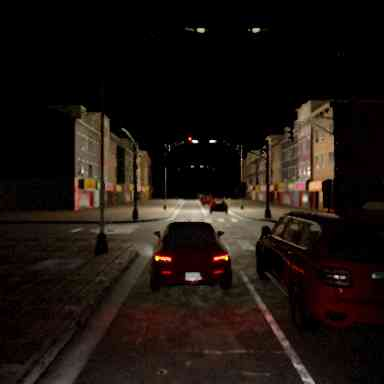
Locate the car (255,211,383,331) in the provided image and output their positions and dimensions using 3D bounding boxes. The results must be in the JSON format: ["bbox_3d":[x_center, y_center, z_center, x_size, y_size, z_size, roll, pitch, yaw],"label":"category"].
[{"bbox_3d":[2.639,1.287,6.719,2.192,1.841,5.009,1,0,0],"label":"car"}]

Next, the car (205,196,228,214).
[{"bbox_3d":[2.590,1.429,33.150,1.887,1.381,4.507,1,0,0],"label":"car"}]

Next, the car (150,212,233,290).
[{"bbox_3d":[-0.065,1.489,8.866,1.812,1.442,4.674,0,0,-2],"label":"car"}]

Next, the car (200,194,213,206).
[{"bbox_3d":[2.561,1.391,49.462,1.887,1.381,4.507,1,0,0],"label":"car"}]

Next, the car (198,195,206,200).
[{"bbox_3d":[2.494,1.374,87.524,1.947,1.339,4.313,0,0,0],"label":"car"}]

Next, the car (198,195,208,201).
[{"bbox_3d":[2.513,1.363,76.649,2.008,1.369,4.403,0,0,0],"label":"car"}]

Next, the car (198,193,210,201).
[{"bbox_3d":[2.554,1.152,54.899,2.192,1.841,5.009,1,0,0],"label":"car"}]
